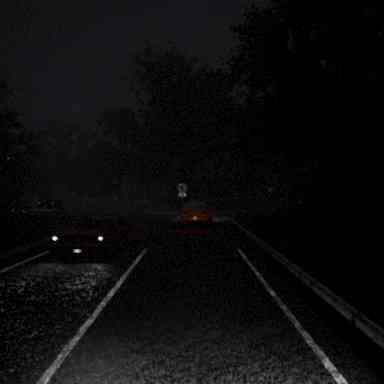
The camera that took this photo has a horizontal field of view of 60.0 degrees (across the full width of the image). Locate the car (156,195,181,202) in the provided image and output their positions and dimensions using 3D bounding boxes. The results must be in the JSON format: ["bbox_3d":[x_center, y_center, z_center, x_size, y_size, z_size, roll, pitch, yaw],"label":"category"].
[{"bbox_3d":[-3.874,1.171,59.746,5.357,1.411,2.033,0,0,-8],"label":"car"}]

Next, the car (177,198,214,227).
[{"bbox_3d":[0.388,1.339,21.861,1.882,1.535,5.008,0,1,5],"label":"car"}]

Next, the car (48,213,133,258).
[{"bbox_3d":[-3.570,1.521,12.562,1.895,1.301,4.718,0,0,0],"label":"car"}]

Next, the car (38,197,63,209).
[{"bbox_3d":[-17.224,1.344,40.545,1.895,1.301,4.718,0,0,-10],"label":"car"}]
